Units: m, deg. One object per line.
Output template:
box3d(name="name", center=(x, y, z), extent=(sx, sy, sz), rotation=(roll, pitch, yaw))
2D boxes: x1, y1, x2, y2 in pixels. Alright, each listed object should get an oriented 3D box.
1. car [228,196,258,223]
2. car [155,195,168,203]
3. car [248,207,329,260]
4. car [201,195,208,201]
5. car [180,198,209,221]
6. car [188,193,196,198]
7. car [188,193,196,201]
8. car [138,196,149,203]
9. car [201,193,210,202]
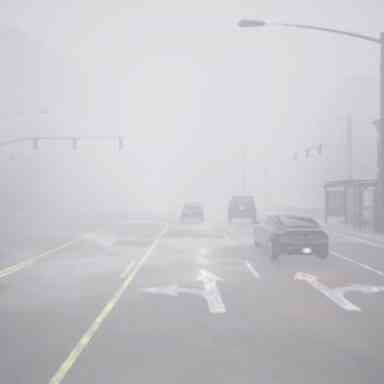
box3d(name="car", center=(4.003, 1.284, 26.335), extent=(2.150, 2.045, 5.566), rotation=(0, 0, 9))
box3d(name="car", center=(-6.974, 1.719, 72.414), extent=(1.994, 1.385, 4.181), rotation=(0, 0, 0))
box3d(name="car", center=(3.548, 1.535, 12.629), extent=(1.837, 1.490, 4.892), rotation=(0, 0, 1))
box3d(name="car", center=(3.533, 1.654, 93.551), extent=(1.994, 1.385, 4.181), rotation=(0, 0, 0))
box3d(name="car", center=(0.052, 1.555, 27.597), extent=(2.128, 1.511, 4.902), rotation=(0, 0, 1))
box3d(name="car", center=(0.029, 1.538, 83.521), extent=(2.097, 1.767, 4.553), rotation=(0, 0, 0))
box3d(name="car", center=(0.033, 1.327, 93.583), extent=(2.150, 2.045, 5.566), rotation=(0, 0, 0))
box3d(name="car", center=(-10.474, 1.690, 72.414), extent=(1.812, 1.442, 4.674), rotation=(0, 0, 0))
box3d(name="car", center=(3.529, 1.681, 83.133), extent=(1.837, 1.490, 4.892), rotation=(0, 0, 0))
